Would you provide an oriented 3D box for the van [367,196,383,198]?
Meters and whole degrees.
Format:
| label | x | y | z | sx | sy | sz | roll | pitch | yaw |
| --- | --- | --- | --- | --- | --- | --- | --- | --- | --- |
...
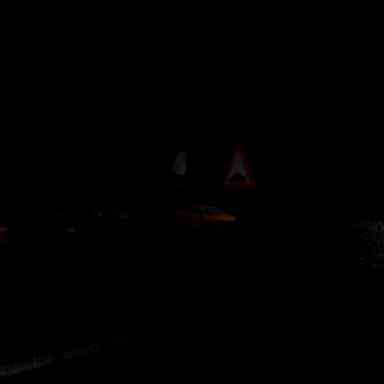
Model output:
| label | x | y | z | sx | sy | sz | roll | pitch | yaw |
| --- | --- | --- | --- | --- | --- | --- | --- | --- | --- |
| van | 18.893 | 1.423 | 32.355 | 1.878 | 1.987 | 4.442 | 0 | 0 | -35 |

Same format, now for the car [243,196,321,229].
| label | x | y | z | sx | sy | sz | roll | pitch | yaw |
| --- | --- | --- | --- | --- | --- | --- | --- | --- | --- |
| car | 5.397 | 1.315 | 22.557 | 2.435 | 2.045 | 5.566 | 0 | 0 | -35 |

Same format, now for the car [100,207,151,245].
| label | x | y | z | sx | sy | sz | roll | pitch | yaw |
| --- | --- | --- | --- | --- | --- | --- | --- | --- | --- |
| car | -3.776 | 1.505 | 16.069 | 2.097 | 1.535 | 5.008 | 0 | 0 | -35 |

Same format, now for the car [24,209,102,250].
| label | x | y | z | sx | sy | sz | roll | pitch | yaw |
| --- | --- | --- | --- | --- | --- | --- | --- | --- | --- |
| car | -5.957 | 1.519 | 14.554 | 2.163 | 1.488 | 4.792 | 0 | 0 | -35 |

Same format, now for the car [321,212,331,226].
| label | x | y | z | sx | sy | sz | roll | pitch | yaw |
| --- | --- | --- | --- | --- | --- | --- | --- | --- | --- |
| car | 7.660 | 1.611 | 24.169 | 2.163 | 1.488 | 4.792 | 0 | 0 | -35 |

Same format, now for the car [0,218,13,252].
| label | x | y | z | sx | sy | sz | roll | pitch | yaw |
| --- | --- | --- | --- | --- | --- | --- | --- | --- | --- |
| car | -8.315 | 1.471 | 13.076 | 1.946 | 1.575 | 5.366 | 0 | 0 | -35 |

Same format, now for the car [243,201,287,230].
| label | x | y | z | sx | sy | sz | roll | pitch | yaw |
| --- | --- | --- | --- | --- | --- | --- | --- | --- | --- |
| car | 3.120 | 1.553 | 20.961 | 2.231 | 1.521 | 4.892 | 0 | 0 | -35 |

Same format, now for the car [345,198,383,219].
| label | x | y | z | sx | sy | sz | roll | pitch | yaw |
| --- | --- | --- | --- | --- | --- | --- | --- | --- | --- |
| car | 16.700 | 1.637 | 30.641 | 2.231 | 1.521 | 4.892 | 0 | 0 | -35 |

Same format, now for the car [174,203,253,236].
| label | x | y | z | sx | sy | sz | roll | pitch | yaw |
| --- | --- | --- | --- | --- | --- | --- | --- | --- | --- |
| car | 0.850 | 1.536 | 19.357 | 2.097 | 1.535 | 5.008 | 0 | 0 | -35 |
